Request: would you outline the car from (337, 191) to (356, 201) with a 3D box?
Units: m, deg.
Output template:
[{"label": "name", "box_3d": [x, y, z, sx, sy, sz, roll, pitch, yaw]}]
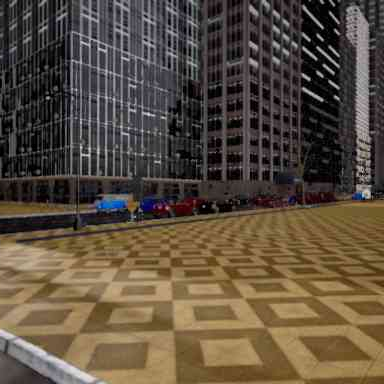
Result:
[{"label": "car", "box_3d": [28.412, 0.963, 61.961, 1.752, 1.417, 4.829, 1, 1, 41]}]

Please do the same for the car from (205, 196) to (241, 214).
[{"label": "car", "box_3d": [2.438, 1.329, 31.554, 1.947, 1.339, 4.313, 1, 1, 41]}]

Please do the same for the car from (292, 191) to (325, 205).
[{"label": "car", "box_3d": [17.196, 0.892, 48.871, 2.192, 1.841, 5.009, 1, 1, 41]}]

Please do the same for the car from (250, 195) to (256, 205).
[{"label": "car", "box_3d": [10.283, 1.134, 44.882, 1.837, 1.490, 4.892, 0, 1, 41]}]

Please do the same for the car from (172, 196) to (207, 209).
[{"label": "car", "box_3d": [-0.267, 1.231, 41.391, 1.887, 1.381, 4.507, 1, 1, 41]}]

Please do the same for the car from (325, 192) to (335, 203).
[{"label": "car", "box_3d": [20.898, 0.846, 53.190, 2.192, 1.841, 5.009, 1, 1, 41]}]

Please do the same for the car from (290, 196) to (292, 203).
[{"label": "car", "box_3d": [17.000, 1.071, 52.790, 1.812, 1.442, 4.674, 0, 1, 41]}]

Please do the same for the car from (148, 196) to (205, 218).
[{"label": "car", "box_3d": [-1.220, 1.249, 27.197, 1.967, 1.590, 4.097, 1, 1, 41]}]

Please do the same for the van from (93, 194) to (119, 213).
[{"label": "van", "box_3d": [-7.755, 1.120, 32.822, 1.690, 1.788, 3.998, 1, 1, 41]}]

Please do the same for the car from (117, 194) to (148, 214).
[{"label": "car", "box_3d": [-4.474, 1.250, 32.495, 1.882, 1.535, 5.008, 0, 1, 41]}]

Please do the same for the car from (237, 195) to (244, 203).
[{"label": "car", "box_3d": [7.142, 1.160, 50.023, 1.947, 1.339, 4.313, 1, 1, 41]}]

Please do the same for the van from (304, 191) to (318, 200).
[{"label": "van", "box_3d": [25.654, 0.705, 71.617, 1.690, 1.788, 3.998, 1, 1, 41]}]

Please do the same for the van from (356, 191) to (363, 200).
[{"label": "van", "box_3d": [35.706, 0.689, 70.468, 1.690, 1.788, 3.998, 1, 1, 41]}]

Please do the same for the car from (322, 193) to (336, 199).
[{"label": "car", "box_3d": [33.057, 0.838, 80.260, 1.947, 1.339, 4.313, 1, 1, 41]}]

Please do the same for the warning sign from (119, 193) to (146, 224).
[{"label": "warning sign", "box_3d": [-3.730, 0.985, 20.824, 1.300, 1.860, 1.060, 0, 0, 41]}]

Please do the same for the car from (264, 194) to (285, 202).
[{"label": "car", "box_3d": [14.547, 1.068, 58.662, 1.947, 1.339, 4.313, 1, 1, 41]}]

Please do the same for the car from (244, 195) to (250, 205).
[{"label": "car", "box_3d": [10.187, 1.068, 49.484, 1.882, 1.535, 5.008, 0, 0, 41]}]

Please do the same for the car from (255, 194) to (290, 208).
[{"label": "car", "box_3d": [9.792, 1.252, 40.235, 1.802, 1.307, 4.206, 1, 1, 41]}]

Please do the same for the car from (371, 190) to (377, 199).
[{"label": "car", "box_3d": [39.407, 0.853, 74.791, 2.008, 1.369, 4.403, 1, 1, 41]}]
